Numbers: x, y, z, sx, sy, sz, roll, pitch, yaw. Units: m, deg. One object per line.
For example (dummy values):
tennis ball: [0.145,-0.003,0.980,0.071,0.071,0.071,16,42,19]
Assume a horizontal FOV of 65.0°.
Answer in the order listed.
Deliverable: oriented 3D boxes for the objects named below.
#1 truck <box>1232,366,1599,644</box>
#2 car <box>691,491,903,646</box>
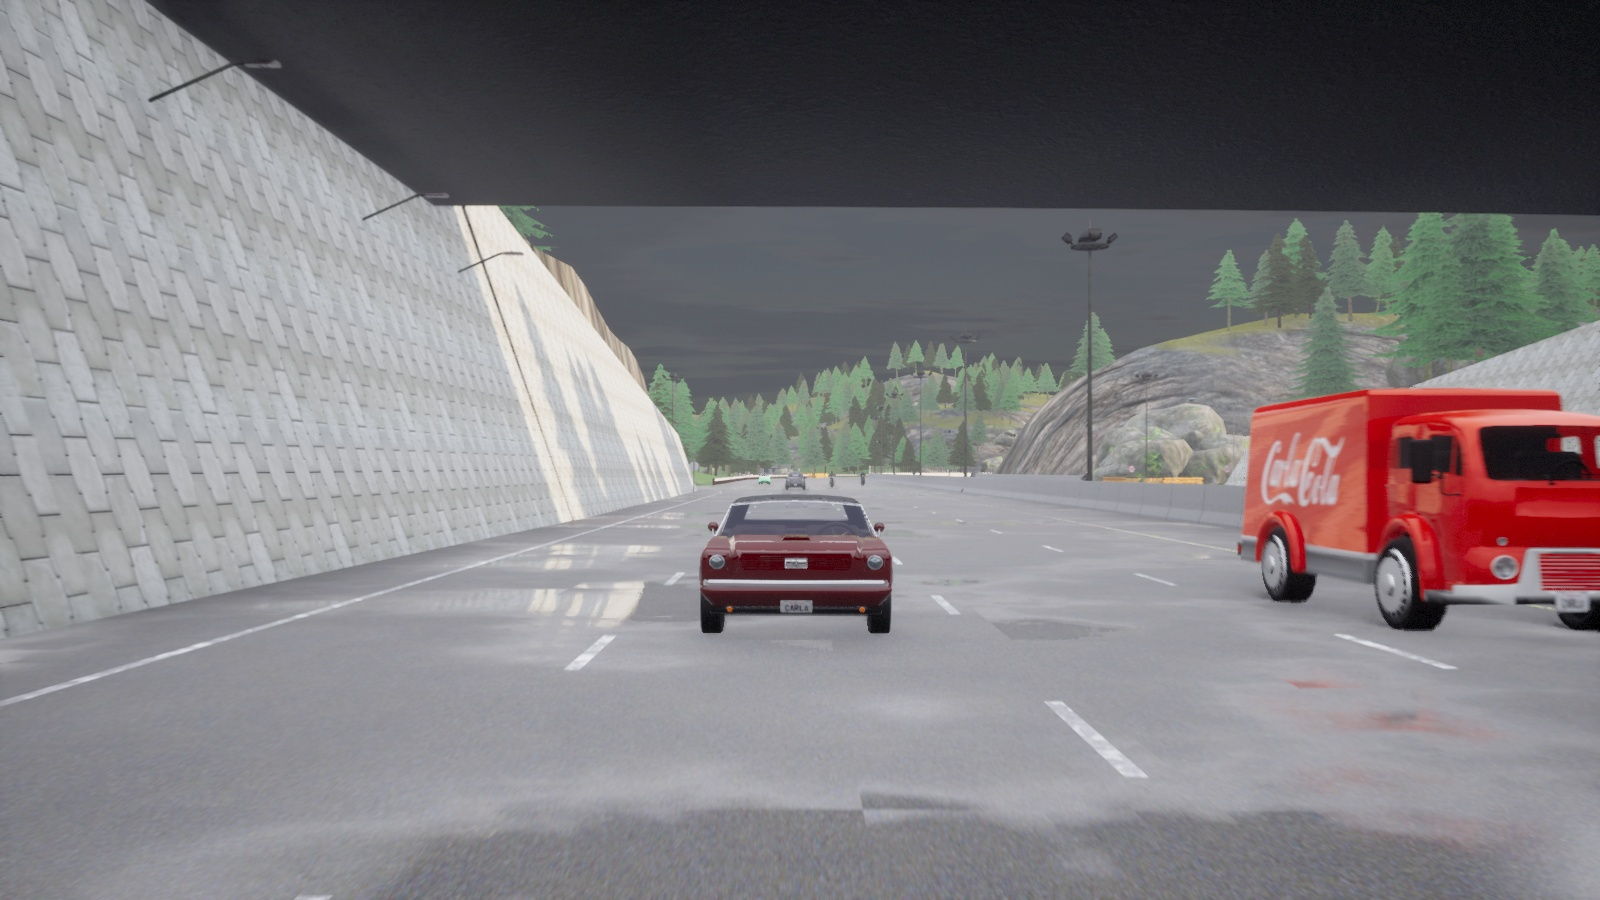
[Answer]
truck: [6.965,0.531,13.778,2.627,2.467,5.204,0,-1,0]
car: [-0.033,1.144,13.646,1.895,1.301,4.718,0,-1,0]
